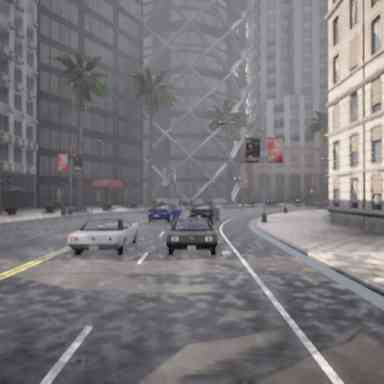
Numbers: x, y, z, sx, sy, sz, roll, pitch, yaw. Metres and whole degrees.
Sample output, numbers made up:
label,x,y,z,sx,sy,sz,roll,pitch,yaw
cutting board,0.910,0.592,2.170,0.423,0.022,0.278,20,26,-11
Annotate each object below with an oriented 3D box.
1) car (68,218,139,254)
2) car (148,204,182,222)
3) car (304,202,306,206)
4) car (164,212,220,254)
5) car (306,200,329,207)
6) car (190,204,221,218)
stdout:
label,x,y,z,sx,sy,sz,roll,pitch,yaw
car,-3.497,1.733,14.101,1.895,1.301,4.718,0,0,0
car,-2.241,1.748,28.972,1.882,1.535,5.008,0,0,14
car,24.141,2.156,64.952,4.181,1.385,1.994,0,-1,-12
car,0.003,1.733,14.104,1.895,1.301,4.718,0,0,0
car,24.443,2.117,61.472,5.357,1.411,2.033,0,-1,-13
car,1.173,1.740,28.200,1.882,1.535,5.008,0,0,14
